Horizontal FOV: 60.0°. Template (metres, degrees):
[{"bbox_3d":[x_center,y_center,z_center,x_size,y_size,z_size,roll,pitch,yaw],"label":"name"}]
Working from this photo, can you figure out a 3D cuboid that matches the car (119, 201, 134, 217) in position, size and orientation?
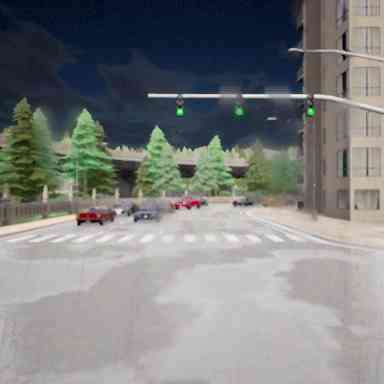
[{"bbox_3d":[-6.737,1.654,33.910,2.128,1.511,4.902,0,0,4],"label":"car"}]

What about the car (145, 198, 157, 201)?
[{"bbox_3d":[-5.304,1.559,43.827,2.097,1.767,4.553,0,0,16],"label":"car"}]

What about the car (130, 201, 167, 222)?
[{"bbox_3d":[-3.497,1.684,27.274,1.994,1.385,4.181,0,0,1],"label":"car"}]

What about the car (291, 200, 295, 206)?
[{"bbox_3d":[16.667,1.794,60.755,4.181,1.385,1.994,0,0,-24],"label":"car"}]

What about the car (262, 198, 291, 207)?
[{"bbox_3d":[13.579,1.686,54.708,5.008,1.535,1.882,0,0,-37],"label":"car"}]

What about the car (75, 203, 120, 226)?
[{"bbox_3d":[-7.045,1.718,24.787,1.895,1.301,4.718,0,0,1],"label":"car"}]

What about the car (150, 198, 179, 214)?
[{"bbox_3d":[-3.037,1.732,37.109,1.994,1.385,4.181,0,0,6],"label":"car"}]

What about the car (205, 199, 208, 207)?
[{"bbox_3d":[0.886,1.758,56.538,1.837,1.490,4.892,-1,0,36],"label":"car"}]

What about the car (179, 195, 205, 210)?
[{"bbox_3d":[-0.466,1.433,47.491,2.150,2.045,5.566,0,0,24],"label":"car"}]

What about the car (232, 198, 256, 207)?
[{"bbox_3d":[8.567,1.749,54.899,4.674,1.442,1.812,0,0,-42],"label":"car"}]
